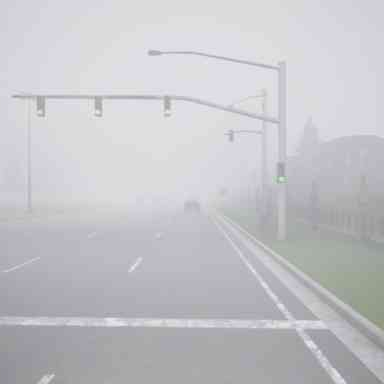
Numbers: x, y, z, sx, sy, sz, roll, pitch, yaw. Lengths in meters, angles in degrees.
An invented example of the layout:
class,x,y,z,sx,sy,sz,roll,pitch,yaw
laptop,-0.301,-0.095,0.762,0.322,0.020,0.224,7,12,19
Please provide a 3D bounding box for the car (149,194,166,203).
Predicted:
class,x,y,z,sx,sy,sz,roll,pitch,yaw
car,-6.965,1.508,68.104,1.882,1.535,5.008,0,0,0

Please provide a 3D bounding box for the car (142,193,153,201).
class,x,y,z,sx,sy,sz,roll,pitch,yaw
car,-10.460,1.223,78.496,2.097,1.767,4.553,0,0,0

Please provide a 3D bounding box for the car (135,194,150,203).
class,x,y,z,sx,sy,sz,roll,pitch,yaw
car,-10.465,1.595,68.489,1.994,1.385,4.181,0,0,0

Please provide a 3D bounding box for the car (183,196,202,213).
class,x,y,z,sx,sy,sz,roll,pitch,yaw
car,0.019,1.521,37.488,1.837,1.490,4.892,0,0,0

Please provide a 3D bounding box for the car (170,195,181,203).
class,x,y,z,sx,sy,sz,roll,pitch,yaw
car,-3.465,1.522,68.103,2.128,1.511,4.902,0,0,0

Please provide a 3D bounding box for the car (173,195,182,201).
class,x,y,z,sx,sy,sz,roll,pitch,yaw
car,-3.460,1.463,78.553,1.895,1.301,4.718,0,0,0

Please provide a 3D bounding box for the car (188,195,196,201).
class,x,y,z,sx,sy,sz,roll,pitch,yaw
car,0.040,1.392,78.521,1.812,1.442,4.674,0,0,0
